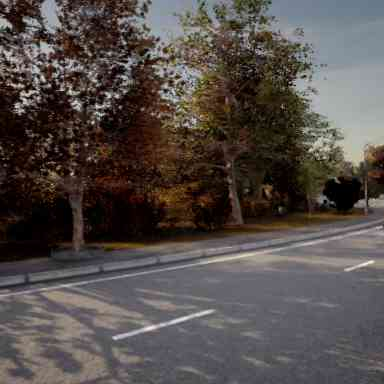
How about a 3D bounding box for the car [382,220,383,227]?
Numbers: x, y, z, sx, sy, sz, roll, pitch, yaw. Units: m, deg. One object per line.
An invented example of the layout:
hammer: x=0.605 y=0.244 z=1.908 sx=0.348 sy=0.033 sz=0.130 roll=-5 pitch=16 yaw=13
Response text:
car: x=14.124 y=1.712 z=21.848 sx=2.033 sy=1.411 sz=5.357 roll=-1 pitch=-1 yaw=42
